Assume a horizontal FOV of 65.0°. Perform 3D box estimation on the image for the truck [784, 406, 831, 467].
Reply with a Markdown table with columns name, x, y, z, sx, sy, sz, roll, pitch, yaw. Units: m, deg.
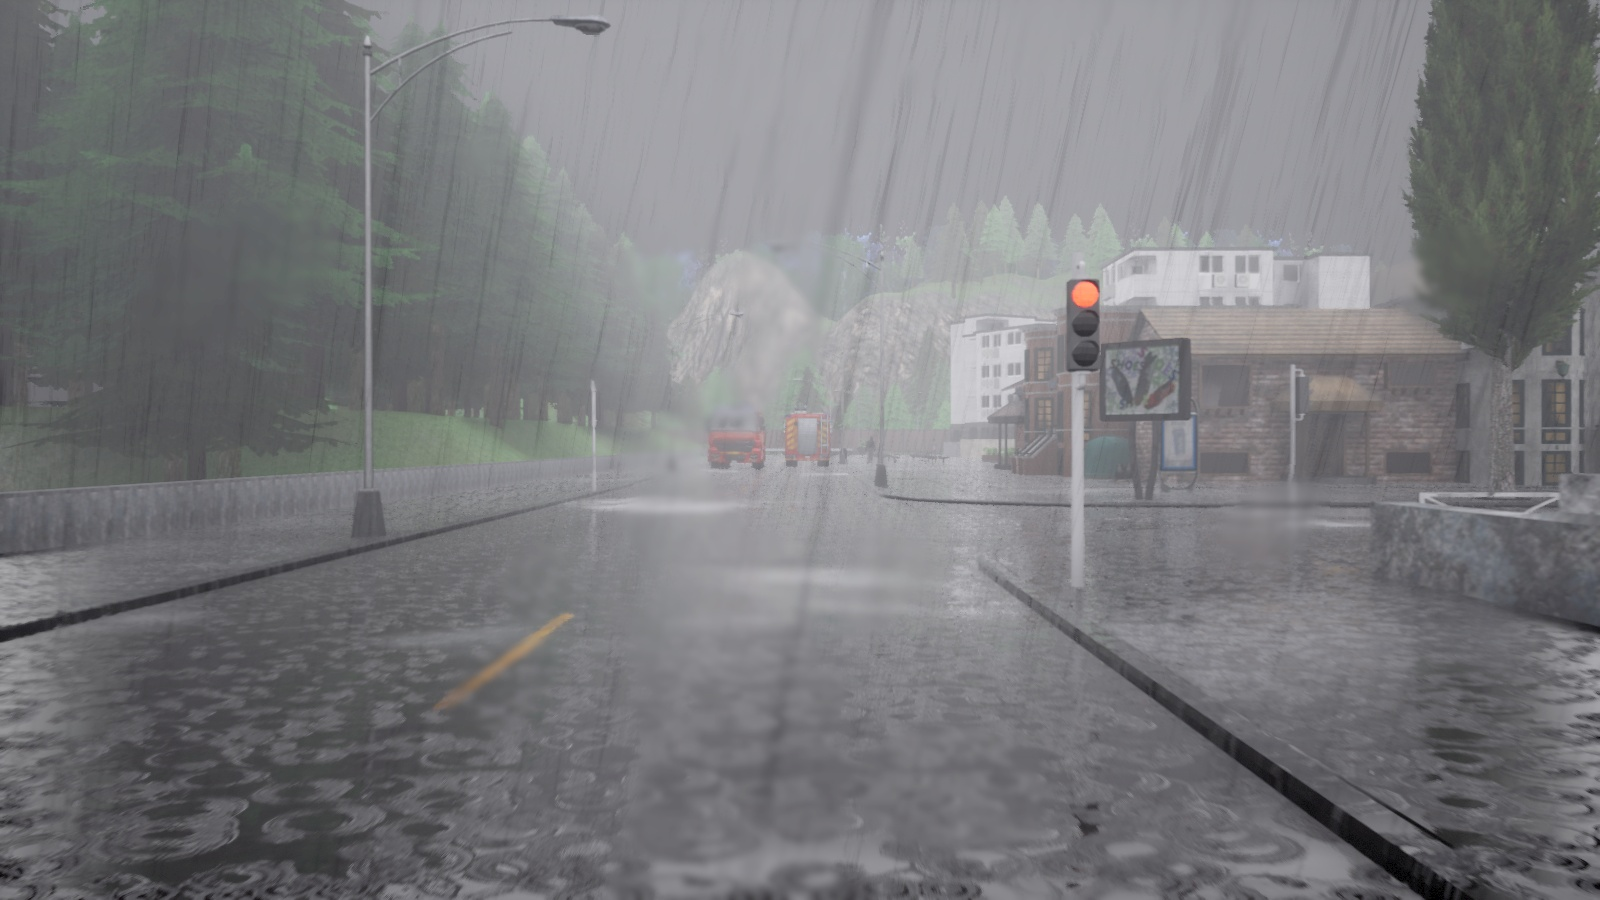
| name | x | y | z | sx | sy | sz | roll | pitch | yaw |
| --- | --- | --- | --- | --- | --- | --- | --- | --- | --- |
| truck | 0.496 | -0.884 | 82.683 | 2.891 | 3.827 | 8.468 | 0 | 0 | 0 |

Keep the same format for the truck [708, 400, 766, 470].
| name | x | y | z | sx | sy | sz | roll | pitch | yaw |
| --- | --- | --- | --- | --- | --- | --- | --- | --- | --- |
| truck | -3.561 | -0.833 | 73.098 | 2.891 | 3.827 | 8.468 | 0 | 0 | 0 |

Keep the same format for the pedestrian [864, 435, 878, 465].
| name | x | y | z | sx | sy | sz | roll | pitch | yaw |
| --- | --- | --- | --- | --- | --- | --- | --- | --- | --- |
| pedestrian | 4.577 | 0.003 | 81.068 | 0.563 | 1.883 | 0.849 | 0 | 0 | -30 |
